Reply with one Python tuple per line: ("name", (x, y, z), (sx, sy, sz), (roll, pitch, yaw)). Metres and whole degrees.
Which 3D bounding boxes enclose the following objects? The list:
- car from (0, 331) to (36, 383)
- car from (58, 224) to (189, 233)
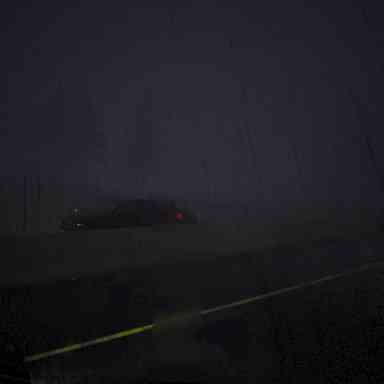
("car", (-3.177, 1.327, 1.592), (4.553, 1.767, 2.097), (1, 0, -36))
("car", (-3.027, 1.296, 15.042), (5.566, 2.045, 2.150), (1, 0, -38))
